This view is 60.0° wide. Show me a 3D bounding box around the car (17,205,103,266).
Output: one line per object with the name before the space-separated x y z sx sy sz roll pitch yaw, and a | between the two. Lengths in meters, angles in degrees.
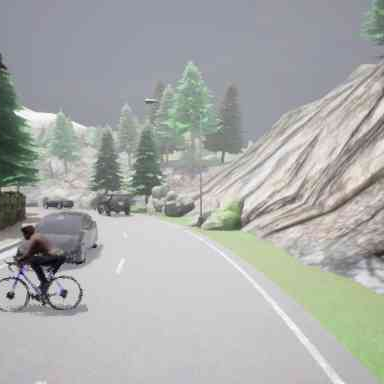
car | -4.493 1.499 11.733 1.837 1.490 4.892 0 2 -8

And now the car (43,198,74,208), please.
car | -17.419 1.491 43.303 4.902 1.511 2.128 0 0 34

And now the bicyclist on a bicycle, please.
bicyclist on a bicycle | -2.897 1.453 6.236 1.656 1.620 0.582 -1 0 -3

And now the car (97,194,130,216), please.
car | -7.799 1.224 32.836 2.150 2.045 5.566 0 0 -29
